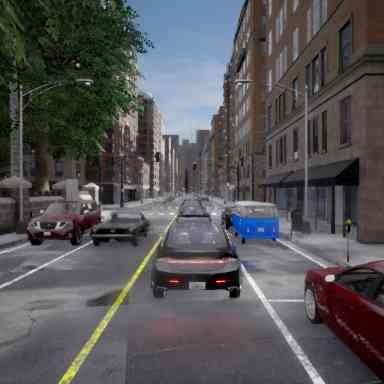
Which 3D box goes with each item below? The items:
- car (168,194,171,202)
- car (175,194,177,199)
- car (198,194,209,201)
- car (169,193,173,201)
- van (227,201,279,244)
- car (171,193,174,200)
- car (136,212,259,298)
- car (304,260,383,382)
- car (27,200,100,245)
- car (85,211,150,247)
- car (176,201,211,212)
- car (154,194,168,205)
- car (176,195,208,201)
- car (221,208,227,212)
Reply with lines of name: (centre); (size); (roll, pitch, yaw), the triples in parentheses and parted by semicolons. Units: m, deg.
car: (-5.691, 1.502, 64.672); (2.008, 1.369, 4.403); (0, 0, 0)
car: (-5.698, 1.496, 86.475); (2.008, 1.369, 4.403); (0, 0, 0)
car: (2.830, 1.386, 75.612); (1.967, 1.590, 4.097); (0, 0, 0)
car: (-5.693, 1.493, 70.123); (1.887, 1.381, 4.507); (0, 0, 0)
van: (2.849, 1.336, 15.575); (1.690, 1.788, 3.998); (0, 0, 0)
car: (-5.694, 1.491, 75.574); (1.887, 1.381, 4.507); (0, 0, 0)
car: (0.097, 1.490, 8.476); (2.128, 1.511, 4.902); (0, 0, 0)
car: (2.853, 1.544, 4.254); (1.887, 1.381, 4.507); (0, 0, 0)
car: (-5.675, 1.310, 15.533); (2.192, 1.841, 5.009); (0, 0, 0)
car: (-3.083, 1.596, 15.190); (1.895, 1.301, 4.718); (0, 0, 0)
car: (0.092, 1.485, 18.415); (2.128, 1.511, 4.902); (0, 0, 0)
car: (-5.689, 1.480, 59.051); (1.752, 1.417, 4.829); (0, 0, 0)
car: (-0.010, 1.338, 27.592); (2.097, 1.767, 4.553); (0, 0, 0)
car: (2.848, 1.557, 21.236); (1.947, 1.339, 4.313); (0, 0, 0)
